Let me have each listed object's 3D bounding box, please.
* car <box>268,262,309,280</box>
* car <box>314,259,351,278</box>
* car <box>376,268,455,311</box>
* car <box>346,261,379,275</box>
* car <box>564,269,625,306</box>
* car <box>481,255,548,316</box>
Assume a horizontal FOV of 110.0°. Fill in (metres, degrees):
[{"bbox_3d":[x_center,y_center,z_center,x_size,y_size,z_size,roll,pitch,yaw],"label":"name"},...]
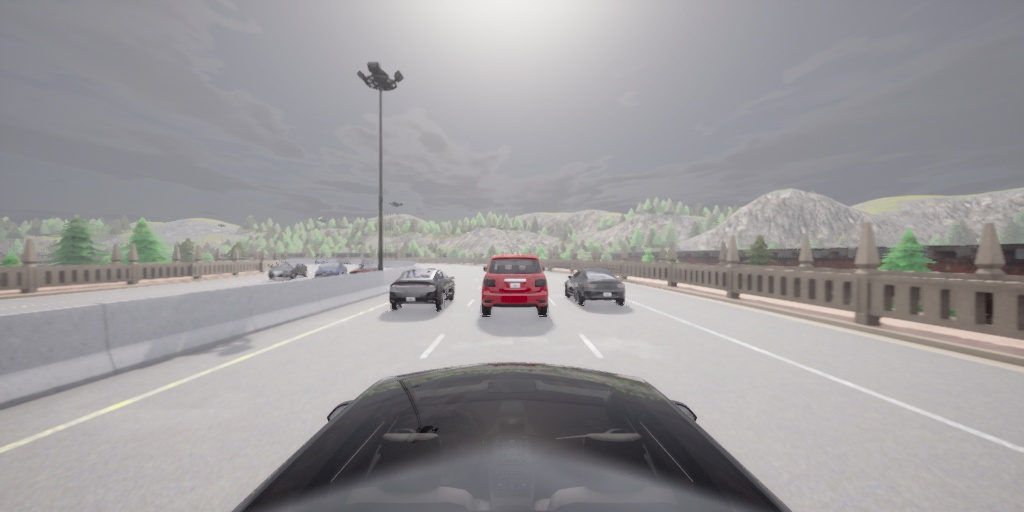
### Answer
[{"bbox_3d":[-19.384,1.240,31.254,2.128,1.511,4.902,0,0,-11],"label":"car"},{"bbox_3d":[-15.933,1.274,31.891,1.812,1.442,4.674,0,0,-12],"label":"car"},{"bbox_3d":[-3.457,1.241,14.484,2.128,1.511,4.902,0,0,-1],"label":"car"},{"bbox_3d":[-11.996,1.349,29.910,1.895,1.301,4.718,0,0,-10],"label":"car"},{"bbox_3d":[3.509,1.275,15.729,1.812,1.442,4.674,0,0,-2],"label":"car"},{"bbox_3d":[0.075,0.971,13.399,2.150,2.045,5.566,0,0,0],"label":"car"}]
